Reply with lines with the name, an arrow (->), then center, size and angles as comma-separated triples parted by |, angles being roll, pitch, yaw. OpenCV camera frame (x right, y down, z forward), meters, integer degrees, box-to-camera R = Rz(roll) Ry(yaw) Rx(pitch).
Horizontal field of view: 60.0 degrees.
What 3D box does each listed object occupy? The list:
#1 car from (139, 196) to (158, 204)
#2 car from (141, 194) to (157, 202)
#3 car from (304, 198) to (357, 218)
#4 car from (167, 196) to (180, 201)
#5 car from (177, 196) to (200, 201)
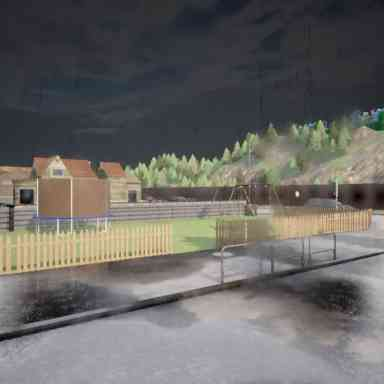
car -> -8.755, 1.526, 66.256 | 1.812, 1.442, 4.674 | 0, 0, -36
car -> -8.622, 0.970, 59.209 | 2.097, 1.767, 4.553 | 0, 0, -36
car -> 12.338, 1.352, 29.799 | 2.097, 1.767, 4.553 | 0, 0, -36
car -> -2.641, 1.505, 57.818 | 1.837, 1.490, 4.892 | 0, 0, -35
car -> 0.342, 1.601, 46.546 | 1.895, 1.301, 4.718 | 0, 0, -36
